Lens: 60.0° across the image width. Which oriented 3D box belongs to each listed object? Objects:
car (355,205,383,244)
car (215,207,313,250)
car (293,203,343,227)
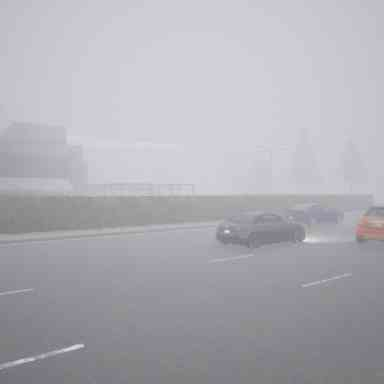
[{"bbox_3d":[9.216,1.352,14.618,4.553,1.767,2.097,0,0,-36],"label":"car"},{"bbox_3d":[3.027,1.564,14.502,4.181,1.385,1.994,0,0,-35],"label":"car"},{"bbox_3d":[8.273,1.477,22.544,5.008,1.535,1.882,0,0,-36],"label":"car"}]
